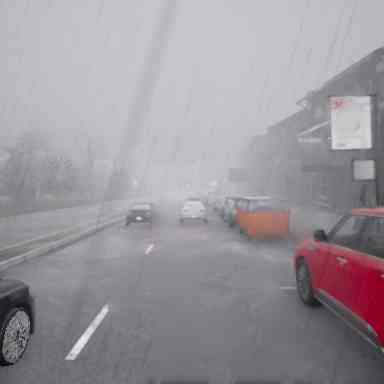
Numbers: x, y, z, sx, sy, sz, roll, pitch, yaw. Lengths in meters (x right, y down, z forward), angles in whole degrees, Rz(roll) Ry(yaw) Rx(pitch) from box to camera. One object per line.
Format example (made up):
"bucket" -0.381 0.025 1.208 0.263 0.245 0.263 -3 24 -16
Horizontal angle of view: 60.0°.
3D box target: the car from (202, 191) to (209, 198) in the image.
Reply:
"car" 3.261 1.018 54.417 2.185 1.767 4.553 0 0 0

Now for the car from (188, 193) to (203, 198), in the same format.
"car" 0.127 1.247 41.744 1.837 1.490 4.892 0 1 0

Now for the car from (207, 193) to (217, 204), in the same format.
"car" 3.249 1.247 37.866 2.231 1.521 4.892 0 0 0

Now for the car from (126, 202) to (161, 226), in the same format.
"car" -3.149 1.389 22.009 1.812 1.442 4.674 0 0 0

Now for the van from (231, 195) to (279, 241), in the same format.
"van" 3.235 1.155 16.013 1.878 1.987 4.442 0 0 0

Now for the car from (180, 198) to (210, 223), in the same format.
"car" 0.115 1.376 24.130 1.812 1.442 4.674 0 0 0

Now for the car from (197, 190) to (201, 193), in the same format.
"car" 3.258 0.720 82.226 2.435 2.045 5.566 0 0 0

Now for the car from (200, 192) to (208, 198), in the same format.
"car" 3.255 0.778 93.217 2.185 1.767 4.553 0 0 0

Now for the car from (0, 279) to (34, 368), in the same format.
"car" -3.149 1.473 2.806 2.128 1.511 4.902 0 0 0

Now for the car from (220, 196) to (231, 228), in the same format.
"car" 3.239 1.222 21.391 2.185 1.767 4.553 0 0 0

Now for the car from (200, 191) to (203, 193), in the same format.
"car" 3.259 1.042 71.018 2.231 1.521 4.892 0 0 0

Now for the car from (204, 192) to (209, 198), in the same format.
"car" 3.255 1.173 49.108 1.946 1.575 5.366 0 0 0

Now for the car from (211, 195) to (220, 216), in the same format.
"car" 3.246 1.320 32.346 2.002 1.452 4.674 0 0 0

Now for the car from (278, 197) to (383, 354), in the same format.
"car" 3.227 1.199 4.749 2.435 2.045 5.566 0 0 0
